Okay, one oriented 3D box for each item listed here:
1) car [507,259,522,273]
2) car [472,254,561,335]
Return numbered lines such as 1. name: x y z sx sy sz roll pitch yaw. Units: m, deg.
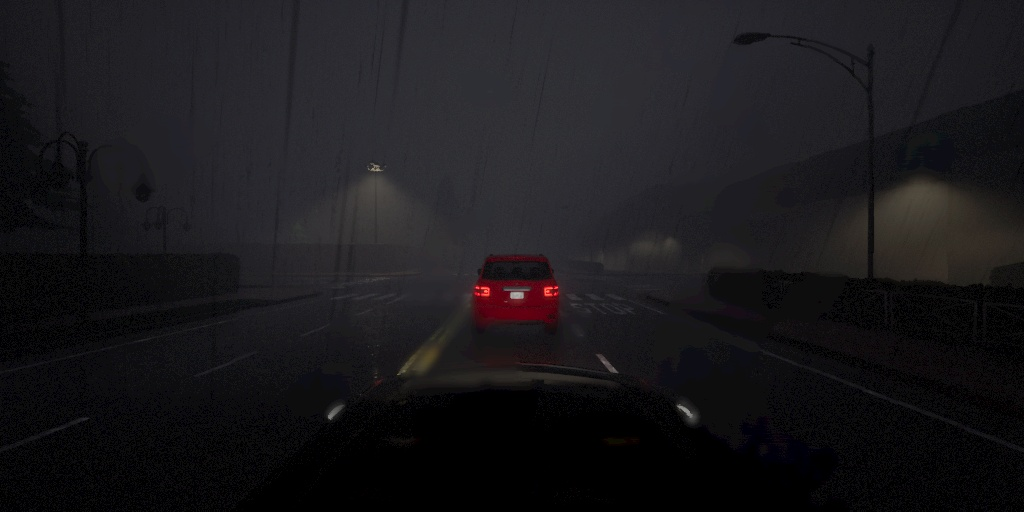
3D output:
1. car: 0.325 1.228 45.534 1.882 1.535 5.008 0 0 1
2. car: 0.115 0.971 10.677 2.150 2.045 5.566 0 0 0
